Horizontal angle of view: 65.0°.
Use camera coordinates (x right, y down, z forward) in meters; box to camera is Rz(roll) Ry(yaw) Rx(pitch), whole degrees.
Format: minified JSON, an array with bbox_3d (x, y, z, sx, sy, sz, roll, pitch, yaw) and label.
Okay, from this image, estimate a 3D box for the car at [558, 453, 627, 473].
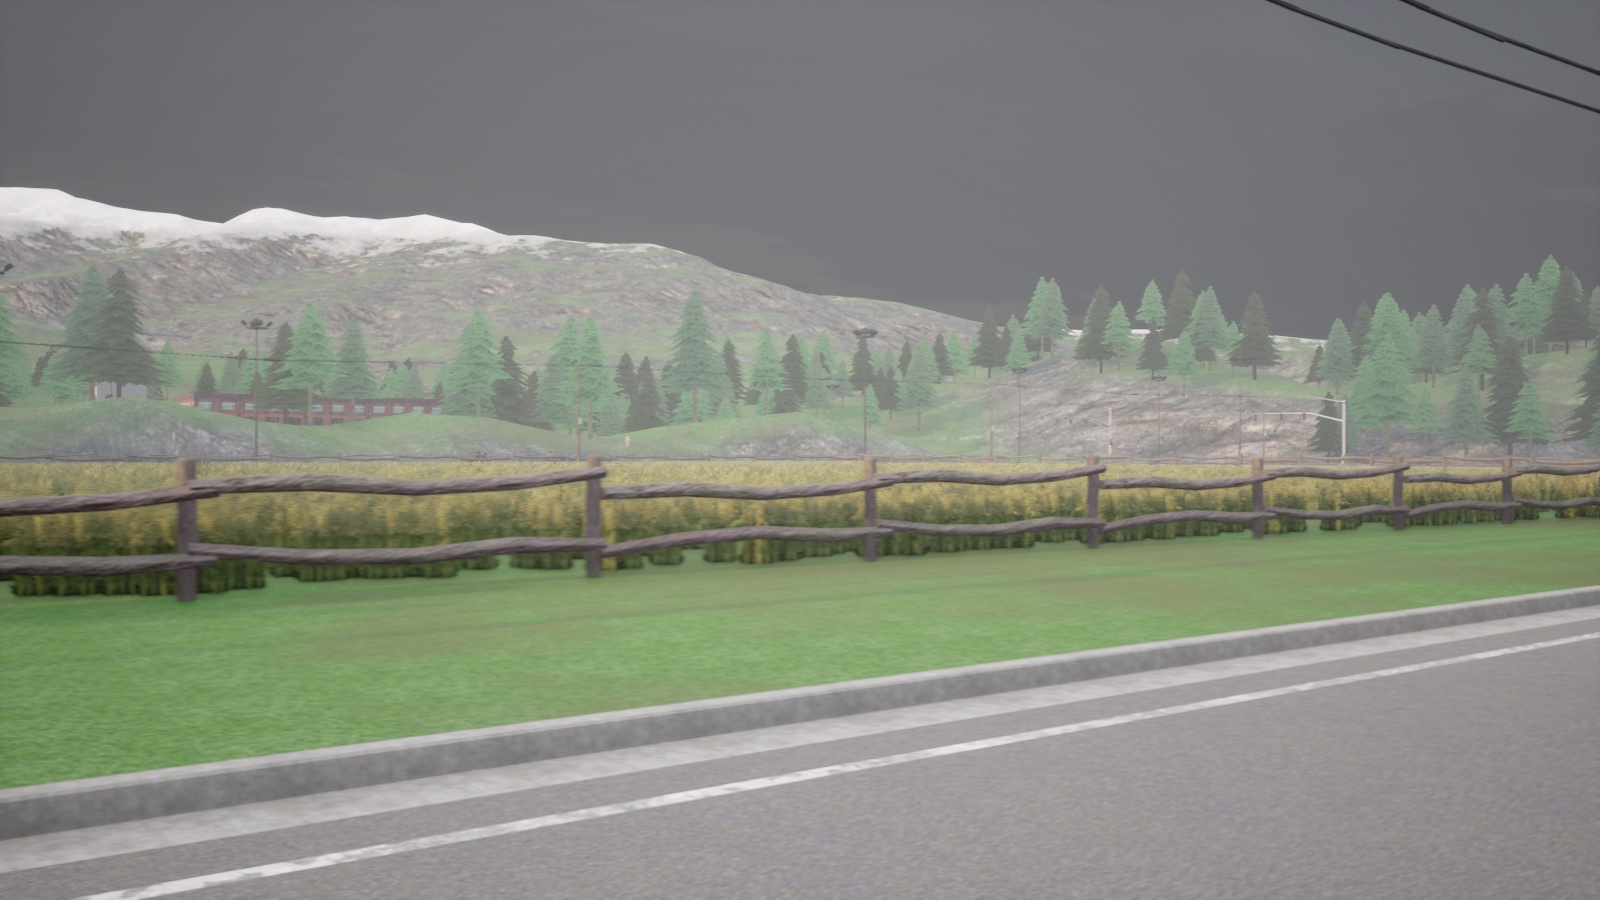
[{"bbox_3d":[-16.075,0.995,97.384,5.008,1.535,1.882,0,0,-35],"label":"car"}]
